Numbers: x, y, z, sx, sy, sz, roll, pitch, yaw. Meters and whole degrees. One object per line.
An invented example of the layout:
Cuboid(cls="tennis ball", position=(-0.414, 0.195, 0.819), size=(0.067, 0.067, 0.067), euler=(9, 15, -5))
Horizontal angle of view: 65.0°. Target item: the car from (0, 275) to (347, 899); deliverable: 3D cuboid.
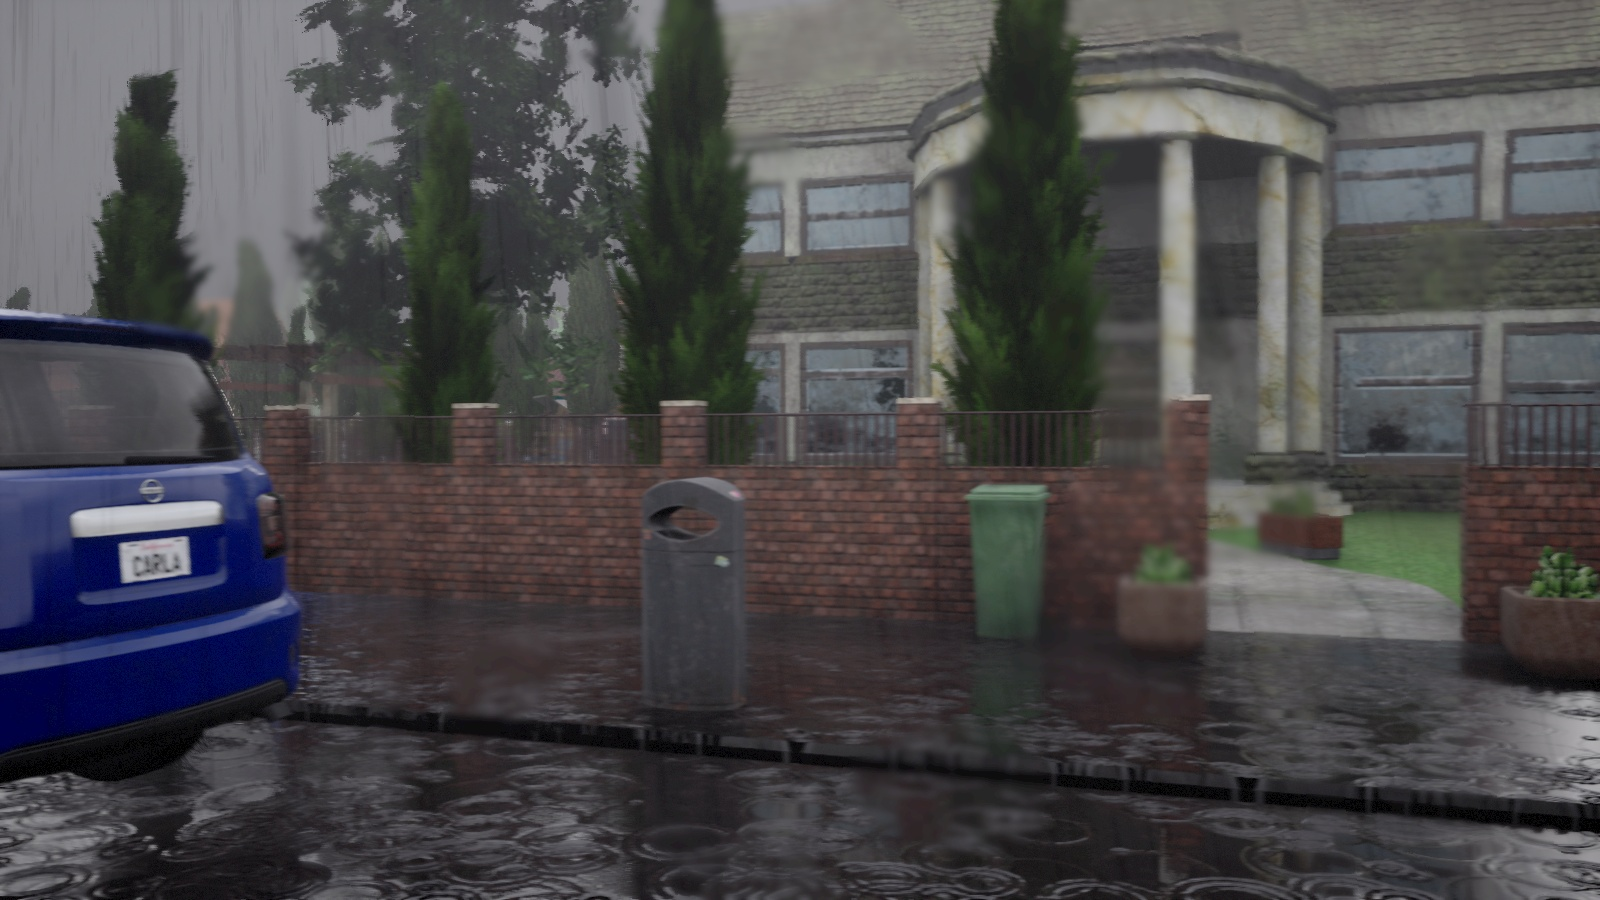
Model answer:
Cuboid(cls="car", position=(-4.974, 0.440, 5.391), size=(5.566, 2.045, 2.150), euler=(1, 1, 19))
